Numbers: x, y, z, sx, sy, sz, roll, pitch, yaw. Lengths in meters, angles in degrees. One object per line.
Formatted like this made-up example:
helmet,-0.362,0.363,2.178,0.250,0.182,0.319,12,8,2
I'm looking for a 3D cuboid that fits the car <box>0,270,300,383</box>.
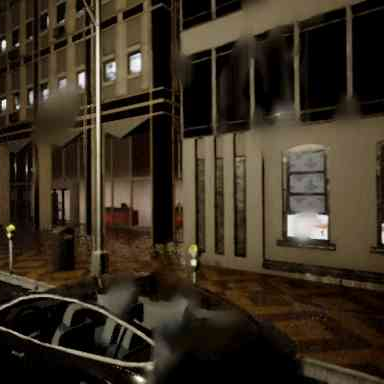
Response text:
car,-1.038,1.571,3.621,4.313,1.339,1.947,0,0,36
